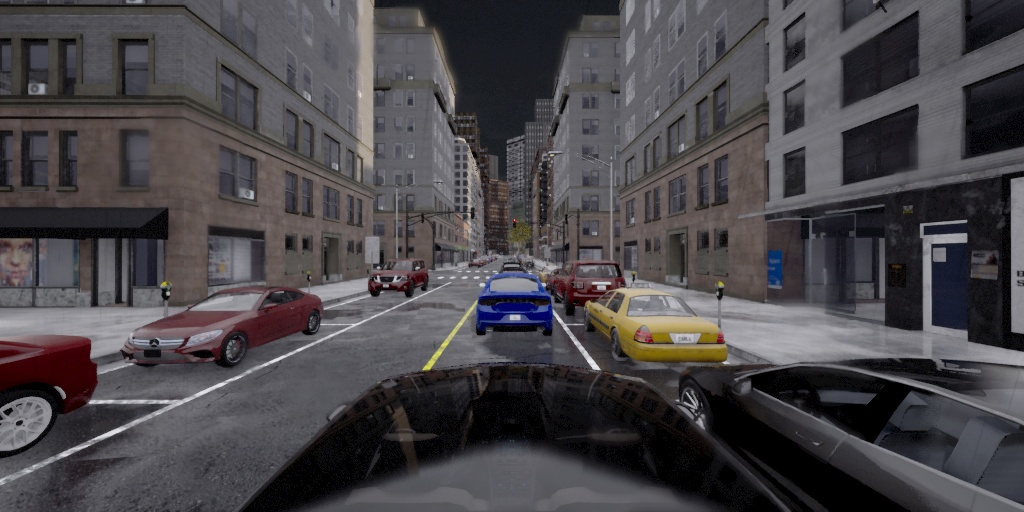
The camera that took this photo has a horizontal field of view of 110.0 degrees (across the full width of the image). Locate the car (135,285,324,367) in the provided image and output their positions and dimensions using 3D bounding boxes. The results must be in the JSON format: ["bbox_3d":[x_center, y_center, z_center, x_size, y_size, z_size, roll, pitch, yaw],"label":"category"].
[{"bbox_3d":[-5.772,1.328,7.855,1.802,1.307,4.207,0,0,0],"label":"car"}]

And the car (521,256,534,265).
[{"bbox_3d":[2.674,1.132,56.628,2.007,1.370,4.403,0,0,0],"label":"car"}]

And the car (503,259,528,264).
[{"bbox_3d":[0.006,1.216,26.937,1.837,1.490,4.892,0,0,0],"label":"car"}]

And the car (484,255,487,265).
[{"bbox_3d":[-5.860,0.990,62.046,1.967,1.591,4.097,0,0,0],"label":"car"}]

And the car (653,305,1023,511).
[{"bbox_3d":[2.761,1.316,2.310,1.948,1.339,4.313,0,0,0],"label":"car"}]

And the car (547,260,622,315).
[{"bbox_3d":[2.744,1.055,13.416,2.192,1.841,5.009,0,0,0],"label":"car"}]

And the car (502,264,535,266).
[{"bbox_3d":[0.067,1.297,18.024,1.994,1.385,4.181,0,0,0],"label":"car"}]

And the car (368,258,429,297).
[{"bbox_3d":[-5.791,1.046,18.961,2.192,1.841,5.009,0,0,0],"label":"car"}]

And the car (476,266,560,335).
[{"bbox_3d":[0.035,1.222,10.500,1.882,1.535,5.008,0,0,-1],"label":"car"}]

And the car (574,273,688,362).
[{"bbox_3d":[2.753,1.272,8.032,1.751,1.417,4.829,0,0,0],"label":"car"}]

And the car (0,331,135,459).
[{"bbox_3d":[-5.764,1.295,2.303,1.888,1.381,4.507,0,0,0],"label":"car"}]

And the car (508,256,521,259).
[{"bbox_3d":[-0.296,1.154,52.079,2.033,1.411,5.357,0,0,5],"label":"car"}]

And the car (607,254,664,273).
[{"bbox_3d":[13.633,0.860,39.726,5.566,2.045,2.150,0,0,0],"label":"car"}]

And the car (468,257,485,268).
[{"bbox_3d":[-5.851,1.127,56.621,1.888,1.381,4.507,0,0,0],"label":"car"}]

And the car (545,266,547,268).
[{"bbox_3d":[2.735,1.313,18.968,1.802,1.307,4.207,0,0,0],"label":"car"}]
